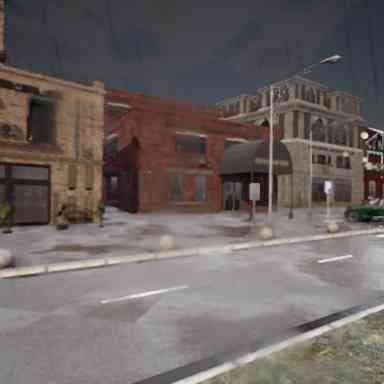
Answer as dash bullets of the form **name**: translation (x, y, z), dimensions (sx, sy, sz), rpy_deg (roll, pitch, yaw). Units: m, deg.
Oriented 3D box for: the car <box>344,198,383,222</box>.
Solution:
- **car**: translation (14.933, 1.450, 26.092), dimensions (2.435, 2.045, 5.566), rpy_deg (1, 0, -35)
